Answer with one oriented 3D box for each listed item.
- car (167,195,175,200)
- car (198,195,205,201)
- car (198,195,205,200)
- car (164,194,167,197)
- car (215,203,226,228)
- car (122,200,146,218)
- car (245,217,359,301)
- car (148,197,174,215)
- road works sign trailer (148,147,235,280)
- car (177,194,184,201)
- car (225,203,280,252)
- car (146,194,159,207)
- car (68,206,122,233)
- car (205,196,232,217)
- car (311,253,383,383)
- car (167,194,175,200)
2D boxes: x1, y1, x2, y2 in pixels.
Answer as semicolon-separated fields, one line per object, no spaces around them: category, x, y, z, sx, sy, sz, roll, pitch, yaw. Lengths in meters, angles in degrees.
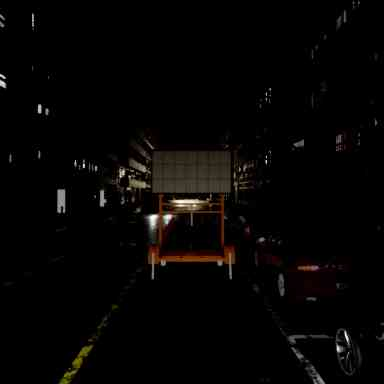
car;-5.789;1.510;92.692;1.887;1.381;4.507;0;0;0
car;2.603;1.497;81.594;1.752;1.417;4.829;0;0;0
car;2.591;1.510;92.696;1.887;1.381;4.507;0;0;0
car;-5.745;1.302;53.237;2.192;1.841;5.009;0;0;0
car;2.672;1.549;19.423;2.008;1.369;4.403;0;0;0
car;-5.721;1.521;30.520;1.752;1.417;4.829;0;0;0
car;2.684;1.545;8.151;1.887;1.381;4.507;0;0;0
car;-3.138;1.520;34.526;1.812;1.442;4.674;0;0;0
road works sign trailer;-0.009;0.464;9.917;2.380;3.560;2.880;0;0;0
car;-3.095;1.320;87.755;2.097;1.767;4.553;0;0;0
car;2.678;1.439;13.788;1.967;1.590;4.097;0;0;0
car;-5.740;1.429;47.601;1.967;1.590;4.097;0;0;0
car;-5.709;1.564;19.417;1.947;1.339;4.313;0;0;0
car;2.661;1.310;30.696;2.192;1.841;5.009;0;0;0
car;2.690;1.566;2.514;1.947;1.339;4.313;0;0;0
car;-5.776;1.287;81.419;2.192;1.841;5.009;0;0;0
